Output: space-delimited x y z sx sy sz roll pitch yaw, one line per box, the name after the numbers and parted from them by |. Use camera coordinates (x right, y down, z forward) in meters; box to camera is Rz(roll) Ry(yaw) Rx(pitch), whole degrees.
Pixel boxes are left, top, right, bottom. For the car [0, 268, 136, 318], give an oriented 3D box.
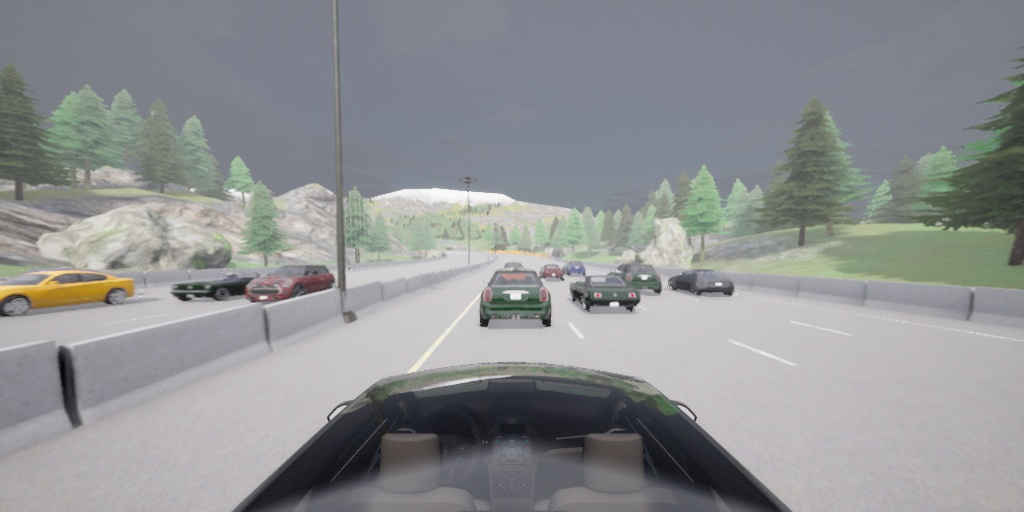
-17.562 1.301 13.678 1.882 1.535 5.008 0 -1 0 | car

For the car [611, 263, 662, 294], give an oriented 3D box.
7.109 1.222 21.363 2.097 1.767 4.553 0 0 0 | car

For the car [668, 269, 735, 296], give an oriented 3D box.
10.608 1.428 20.397 1.994 1.385 4.181 0 0 0 | car

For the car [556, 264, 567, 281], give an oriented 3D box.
3.602 1.470 33.240 1.812 1.442 4.674 0 0 0 | car

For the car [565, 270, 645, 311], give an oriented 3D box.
3.606 1.431 14.832 1.895 1.301 4.718 0 0 0 | car

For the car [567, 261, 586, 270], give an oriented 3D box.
7.118 1.346 41.494 2.097 1.767 4.553 0 -1 0 | car

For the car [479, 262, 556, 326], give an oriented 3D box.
0.105 1.165 12.124 2.097 1.767 4.553 0 0 0 | car

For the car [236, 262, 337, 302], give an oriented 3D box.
-10.537 1.198 17.485 2.097 1.767 4.553 0 0 1 | car

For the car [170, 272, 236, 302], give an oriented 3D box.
-14.032 1.450 17.864 1.895 1.301 4.718 0 0 1 | car
